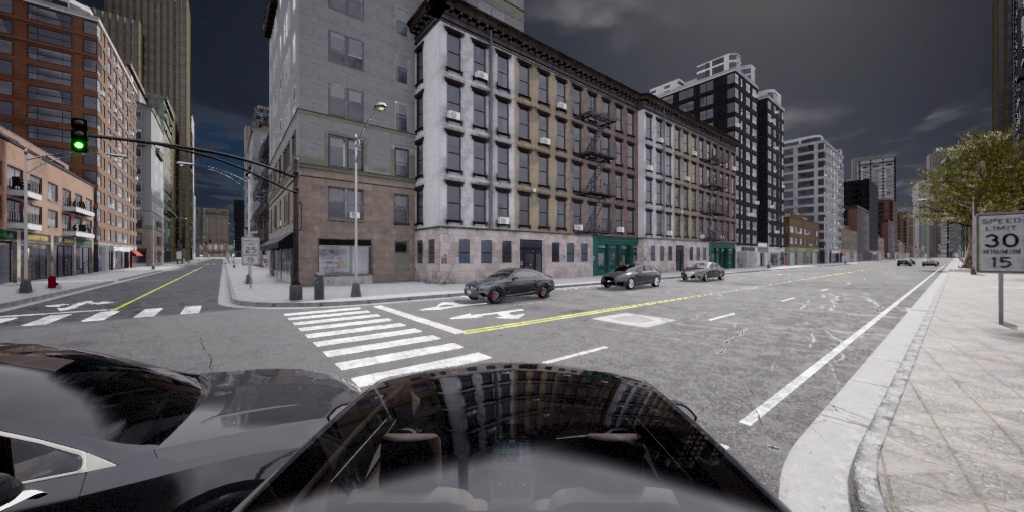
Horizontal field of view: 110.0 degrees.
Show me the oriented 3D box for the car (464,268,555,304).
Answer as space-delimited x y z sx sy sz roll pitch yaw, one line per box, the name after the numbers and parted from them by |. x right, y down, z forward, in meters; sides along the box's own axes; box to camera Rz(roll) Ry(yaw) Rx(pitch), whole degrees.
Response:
-0.011 1.287 16.765 4.674 1.442 1.812 0 0 -39 | car

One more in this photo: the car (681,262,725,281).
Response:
15.710 1.237 29.435 4.902 1.511 2.128 0 0 -39 | car

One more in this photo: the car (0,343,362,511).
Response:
-3.219 1.257 1.799 4.892 1.490 1.837 0 0 -34 | car

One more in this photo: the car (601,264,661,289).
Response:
7.690 1.259 22.978 4.892 1.490 1.837 0 0 -39 | car
